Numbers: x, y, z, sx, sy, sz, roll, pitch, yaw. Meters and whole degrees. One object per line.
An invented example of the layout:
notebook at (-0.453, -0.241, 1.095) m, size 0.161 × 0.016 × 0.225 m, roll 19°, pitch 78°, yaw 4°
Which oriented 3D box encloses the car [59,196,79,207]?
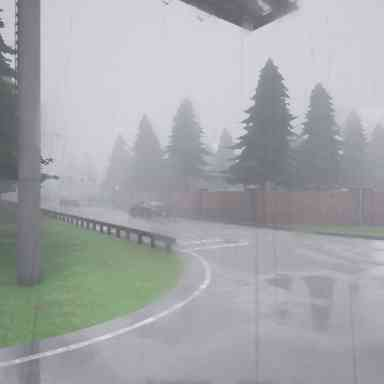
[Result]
car at (-17.068, 1.349, 46.164) m, size 1.812 × 1.442 × 4.674 m, roll 0°, pitch 0°, yaw -34°

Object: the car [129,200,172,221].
car at (-3.253, 1.350, 25.583) m, size 1.812 × 1.442 × 4.674 m, roll 0°, pitch 0°, yaw -33°
